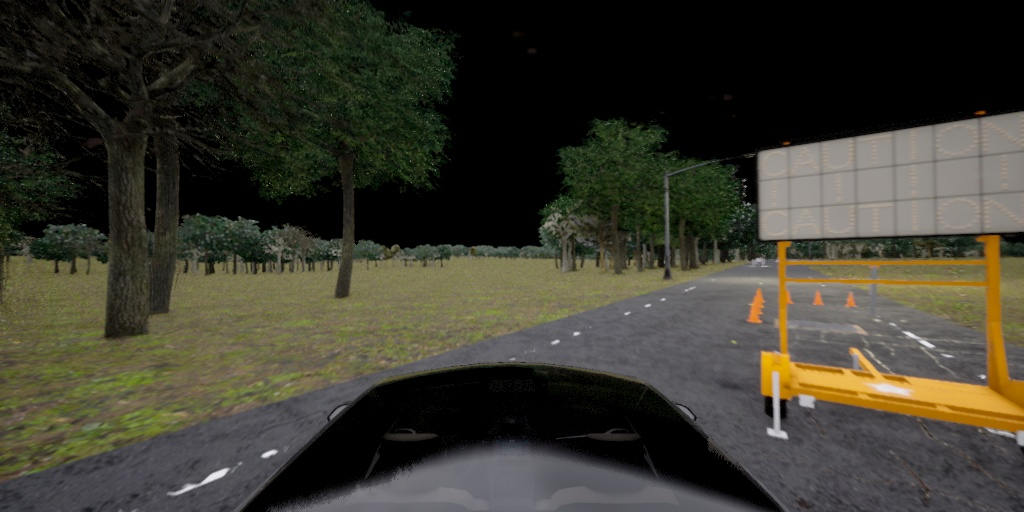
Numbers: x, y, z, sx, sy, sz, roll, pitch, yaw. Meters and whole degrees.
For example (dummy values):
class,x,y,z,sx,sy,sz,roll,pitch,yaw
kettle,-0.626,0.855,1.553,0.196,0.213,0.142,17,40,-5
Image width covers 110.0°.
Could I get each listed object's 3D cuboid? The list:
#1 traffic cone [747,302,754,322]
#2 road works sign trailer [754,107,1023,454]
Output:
class,x,y,z,sx,sy,sz,roll,pitch,yaw
traffic cone,7.461,1.720,11.061,0.340,0.580,0.340,0,0,36
road works sign trailer,4.566,0.196,4.516,2.380,3.560,2.880,0,0,36
